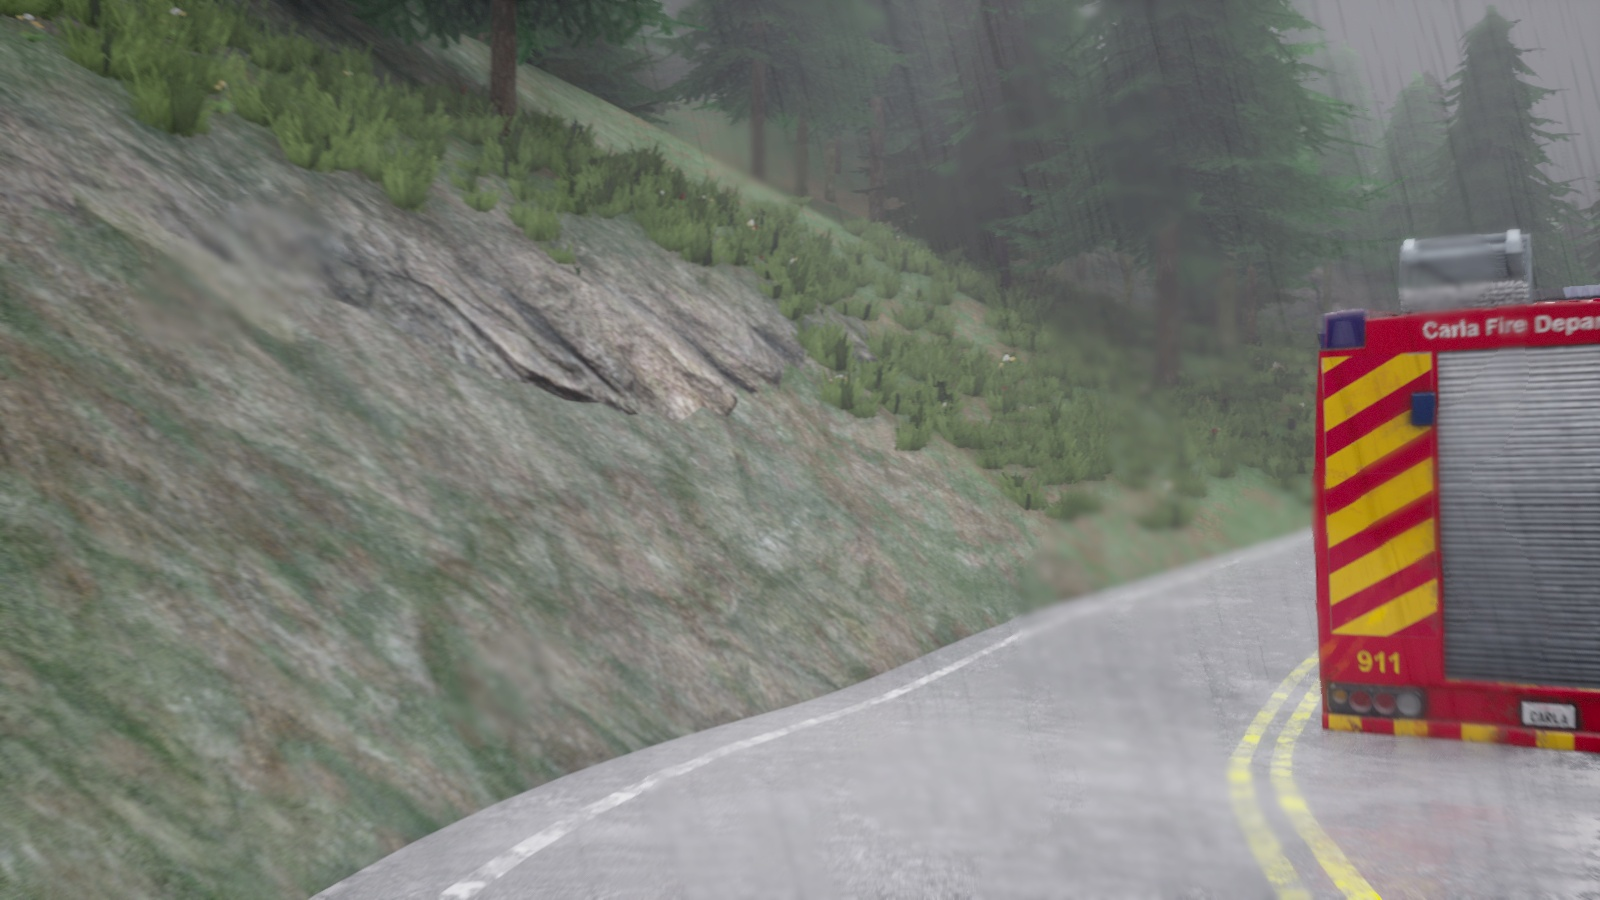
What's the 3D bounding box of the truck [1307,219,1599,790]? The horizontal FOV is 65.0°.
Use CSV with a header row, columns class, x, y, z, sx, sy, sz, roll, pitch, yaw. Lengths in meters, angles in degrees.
class,x,y,z,sx,sy,sz,roll,pitch,yaw
truck,7.166,0.007,12.160,2.891,3.827,8.468,-2,5,30
